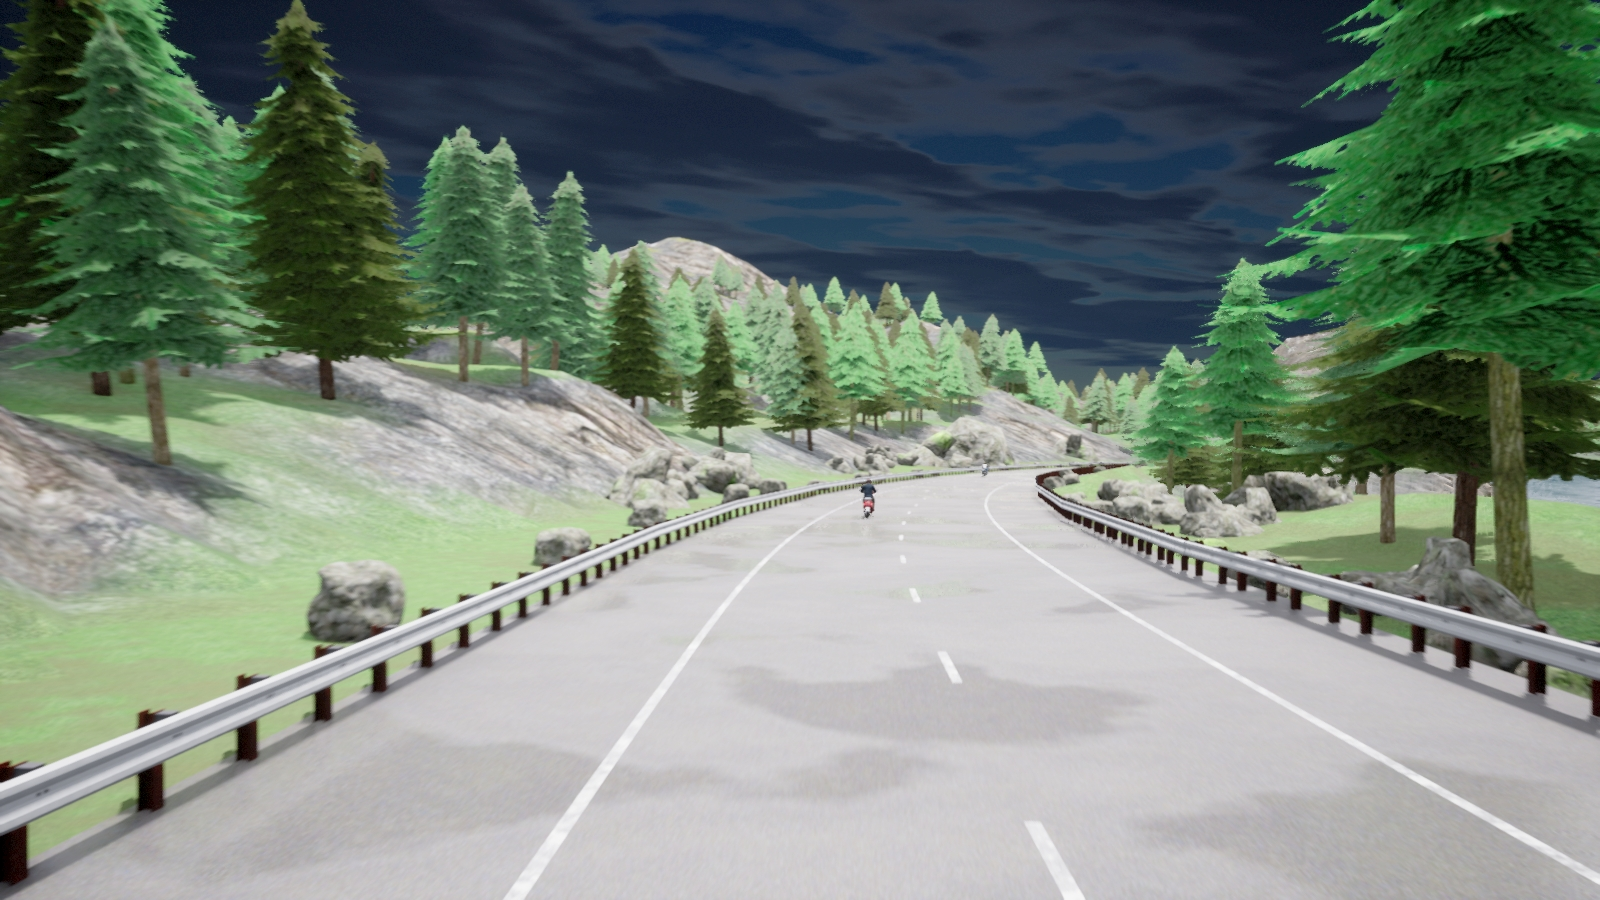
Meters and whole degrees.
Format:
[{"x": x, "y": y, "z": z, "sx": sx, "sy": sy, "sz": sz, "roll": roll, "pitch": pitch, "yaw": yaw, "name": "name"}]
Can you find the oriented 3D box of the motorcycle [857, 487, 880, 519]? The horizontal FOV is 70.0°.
[{"x": 2.849, "y": 2.184, "z": 47.505, "sx": 0.856, "sy": 1.236, "sz": 1.805, "roll": 0, "pitch": 0, "yaw": 7, "name": "motorcycle"}]
